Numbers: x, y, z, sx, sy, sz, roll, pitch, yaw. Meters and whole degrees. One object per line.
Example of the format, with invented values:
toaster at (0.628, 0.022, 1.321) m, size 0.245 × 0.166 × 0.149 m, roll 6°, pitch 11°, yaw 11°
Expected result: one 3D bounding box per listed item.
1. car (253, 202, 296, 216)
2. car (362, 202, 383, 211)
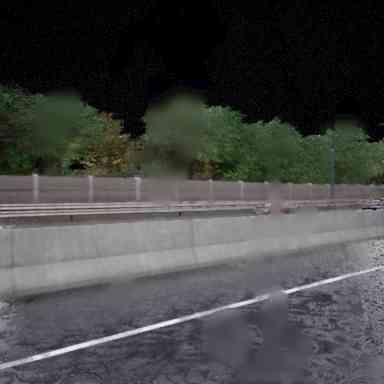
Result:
car at (7.778, 1.628, 31.036) m, size 4.674 × 1.442 × 1.812 m, roll 1°, pitch 0°, yaw -35°
car at (20.167, 1.757, 35.567) m, size 4.718 × 1.301 × 1.895 m, roll 0°, pitch 0°, yaw -35°
